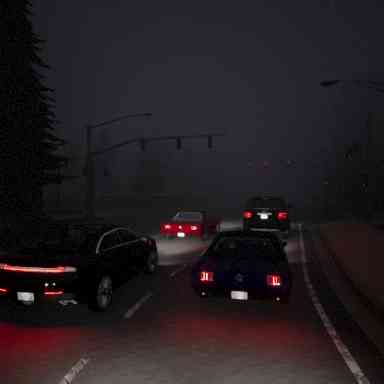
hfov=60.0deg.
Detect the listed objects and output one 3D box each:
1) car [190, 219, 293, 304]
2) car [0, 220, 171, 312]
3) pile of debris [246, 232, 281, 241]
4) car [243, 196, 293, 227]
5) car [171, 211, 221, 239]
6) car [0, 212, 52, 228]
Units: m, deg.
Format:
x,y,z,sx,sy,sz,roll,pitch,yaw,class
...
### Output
x,y,z,sx,sy,sz,roll,pitch,yaw,class
1.388,1.601,8.243,1.895,1.301,4.718,0,0,13,car
-2.239,1.492,7.809,2.128,1.511,4.902,0,0,11,car
3.540,2.175,16.358,1.500,0.140,1.860,0,0,17,pile of debris
4.065,1.221,17.638,2.150,2.045,5.566,0,0,17,car
0.165,1.601,16.822,1.895,1.301,4.718,0,0,17,car
-7.865,1.601,14.877,1.895,1.301,4.718,0,0,16,car
